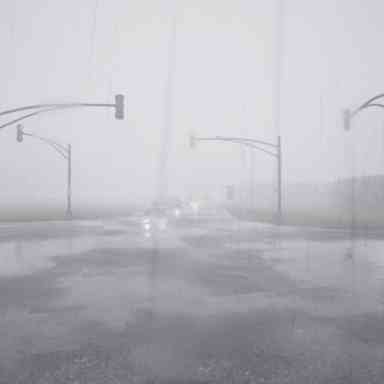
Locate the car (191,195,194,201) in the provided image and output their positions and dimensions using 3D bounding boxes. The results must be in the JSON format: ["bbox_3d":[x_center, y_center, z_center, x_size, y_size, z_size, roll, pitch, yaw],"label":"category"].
[{"bbox_3d":[-0.676,1.318,72.009,1.895,1.301,4.718,0,0,4],"label":"car"}]

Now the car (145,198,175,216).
[{"bbox_3d":[-3.309,1.600,33.243,1.895,1.301,4.718,0,0,7],"label":"car"}]

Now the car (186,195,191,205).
[{"bbox_3d":[-1.683,1.510,58.529,1.812,1.442,4.674,0,0,4],"label":"car"}]

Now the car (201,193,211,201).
[{"bbox_3d":[3.413,1.187,79.138,2.150,2.045,5.566,0,0,5],"label":"car"}]

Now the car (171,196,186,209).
[{"bbox_3d":[-2.401,1.482,46.088,2.128,1.511,4.902,0,0,3],"label":"car"}]
